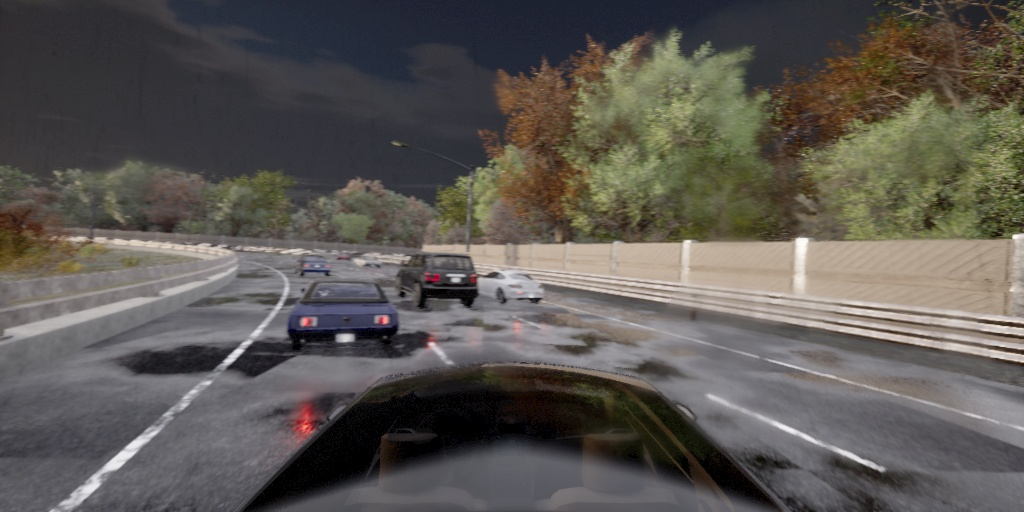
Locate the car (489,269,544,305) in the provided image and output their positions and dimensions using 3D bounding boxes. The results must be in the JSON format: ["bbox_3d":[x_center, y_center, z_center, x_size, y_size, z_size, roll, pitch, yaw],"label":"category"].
[{"bbox_3d":[-0.304,1.338,16.540,1.812,1.442,4.674,3,0,-28],"label":"car"}]

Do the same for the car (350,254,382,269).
[{"bbox_3d":[-15.894,0.666,39.421,1.895,1.301,4.718,3,0,-37],"label":"car"}]

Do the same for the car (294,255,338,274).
[{"bbox_3d":[-14.135,0.635,25.330,2.033,1.411,5.357,3,0,-36],"label":"car"}]

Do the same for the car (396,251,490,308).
[{"bbox_3d":[-3.212,0.861,14.705,2.150,2.045,5.566,3,0,-29],"label":"car"}]

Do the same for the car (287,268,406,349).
[{"bbox_3d":[-3.974,1.165,8.523,1.895,1.301,4.718,3,0,-26],"label":"car"}]
